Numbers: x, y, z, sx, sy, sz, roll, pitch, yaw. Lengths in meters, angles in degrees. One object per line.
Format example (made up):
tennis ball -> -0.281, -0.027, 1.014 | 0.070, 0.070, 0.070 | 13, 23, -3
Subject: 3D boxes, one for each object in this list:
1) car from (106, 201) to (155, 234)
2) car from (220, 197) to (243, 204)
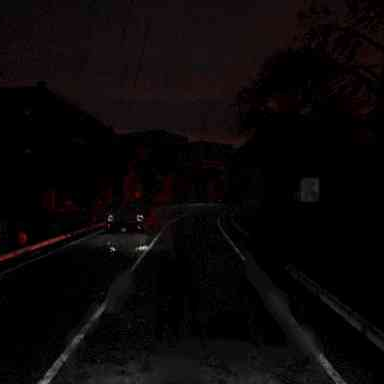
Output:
car -> -3.461, 1.372, 19.386 | 2.097, 1.767, 4.553 | 0, 0, 2
car -> 7.175, 1.487, 60.556 | 4.718, 1.301, 1.895 | -1, 0, -44
